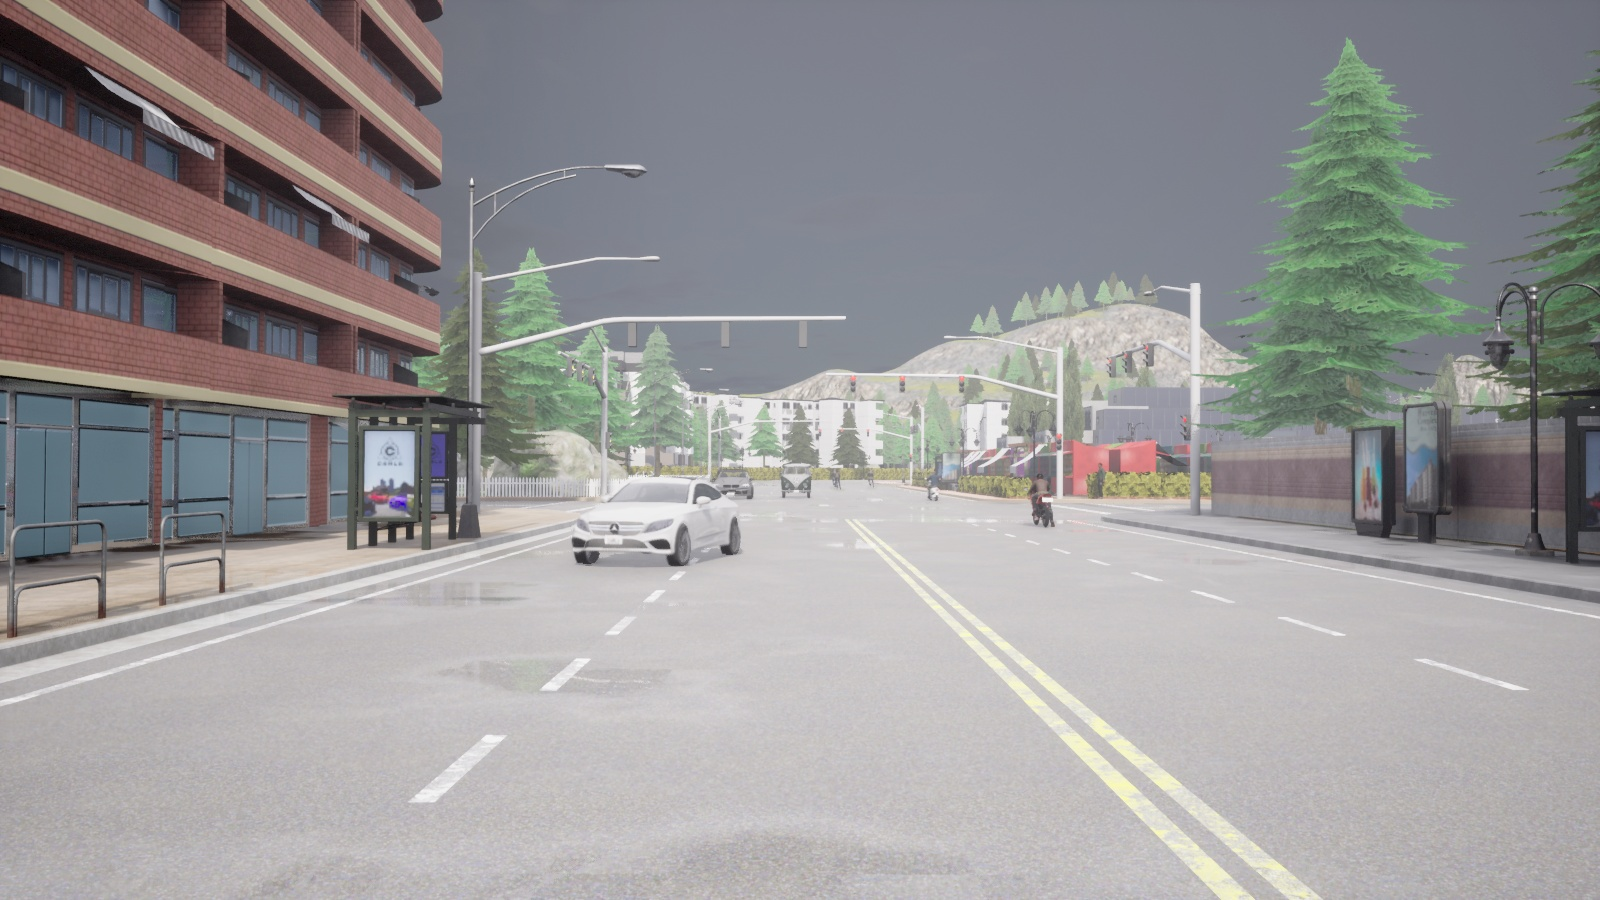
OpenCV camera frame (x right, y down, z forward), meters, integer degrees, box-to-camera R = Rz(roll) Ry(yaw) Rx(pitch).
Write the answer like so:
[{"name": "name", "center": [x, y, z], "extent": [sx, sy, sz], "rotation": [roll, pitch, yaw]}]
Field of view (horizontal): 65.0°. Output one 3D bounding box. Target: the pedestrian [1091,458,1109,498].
[{"name": "pedestrian", "center": [14.962, 1.401, 62.560], "extent": [0.788, 1.949, 0.423], "rotation": [0, -1, 2]}]

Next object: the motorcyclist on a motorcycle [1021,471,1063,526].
[{"name": "motorcyclist on a motorcycle", "center": [6.901, 1.371, 35.922], "extent": [0.797, 1.523, 2.044], "rotation": [0, -1, 0]}]

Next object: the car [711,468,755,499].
[{"name": "car", "center": [-3.693, 1.844, 69.900], "extent": [2.242, 1.667, 4.611], "rotation": [0, -1, 0]}]

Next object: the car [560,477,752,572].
[{"name": "car", "center": [-2.378, 1.219, 22.054], "extent": [1.812, 1.442, 4.674], "rotation": [0, -1, 14]}]

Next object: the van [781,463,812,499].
[{"name": "van", "center": [-0.201, 1.800, 73.544], "extent": [1.775, 1.987, 4.442], "rotation": [0, -1, 0]}]
